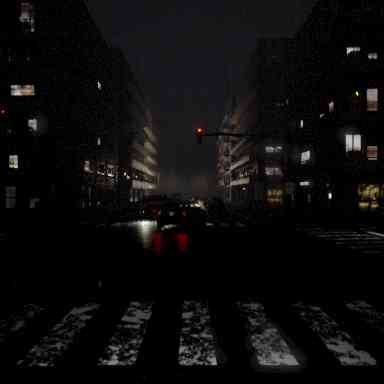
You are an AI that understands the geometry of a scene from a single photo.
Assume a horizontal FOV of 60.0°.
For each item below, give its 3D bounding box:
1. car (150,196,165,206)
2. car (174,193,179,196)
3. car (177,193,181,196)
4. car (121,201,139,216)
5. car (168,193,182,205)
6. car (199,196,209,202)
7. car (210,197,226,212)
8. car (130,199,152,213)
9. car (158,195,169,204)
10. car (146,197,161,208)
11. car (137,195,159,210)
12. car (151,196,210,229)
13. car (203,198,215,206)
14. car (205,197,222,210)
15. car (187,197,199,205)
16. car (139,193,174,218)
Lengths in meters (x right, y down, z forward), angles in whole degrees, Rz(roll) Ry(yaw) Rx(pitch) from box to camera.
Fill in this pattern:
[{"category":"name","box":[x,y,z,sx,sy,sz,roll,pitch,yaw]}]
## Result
[{"category":"car","box":[-5.637,1.457,54.921,1.967,1.590,4.097,0,0,0]},{"category":"car","box":[-3.057,1.361,40.075,2.097,1.767,4.553,0,0,0]},{"category":"car","box":[-3.040,1.366,49.974,2.097,1.767,4.553,0,0,0]},{"category":"car","box":[-5.659,1.572,32.190,1.947,1.339,4.313,0,0,0]},{"category":"car","box":[-2.983,1.242,60.533,2.150,2.045,5.566,0,0,1]},{"category":"car","box":[2.765,1.584,77.644,2.008,1.369,4.403,0,0,0]},{"category":"car","box":[2.727,1.448,37.867,1.967,1.590,4.097,0,0,0]},{"category":"car","box":[-5.654,1.533,37.703,1.752,1.417,4.829,0,0,0]},{"category":"car","box":[-5.626,1.464,66.286,1.967,1.590,4.097,0,0,0]},{"category":"car","box":[-5.643,1.539,49.068,1.752,1.417,4.829,0,0,0]},{"category":"car","box":[-5.648,1.326,43.556,2.192,1.841,5.009,0,0,0]},{"category":"car","box":[-0.589,1.350,21.725,2.097,1.767,4.553,-1,0,18]},{"category":"car","box":[2.744,1.598,54.914,1.802,1.307,4.206,0,0,0]},{"category":"car","box":[2.732,1.451,43.549,1.967,1.590,4.097,0,0,0]},{"category":"car","box":[0.161,1.566,58.845,2.033,1.411,5.357,0,0,0]},{"category":"car","box":[-3.089,1.227,30.163,2.150,2.045,5.566,0,0,1]}]
